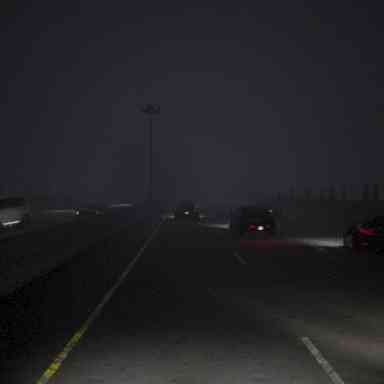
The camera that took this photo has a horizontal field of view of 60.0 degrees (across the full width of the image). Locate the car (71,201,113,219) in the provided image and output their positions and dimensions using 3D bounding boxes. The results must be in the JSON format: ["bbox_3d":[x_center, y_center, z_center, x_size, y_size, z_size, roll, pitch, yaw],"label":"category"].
[{"bbox_3d":[-7.630,1.590,26.253,1.895,1.301,4.718,0,0,-2],"label":"car"}]

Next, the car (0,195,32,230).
[{"bbox_3d":[-10.919,1.215,18.288,2.150,2.045,5.566,0,0,-2],"label":"car"}]

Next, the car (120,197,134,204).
[{"bbox_3d":[-11.987,1.547,61.161,1.994,1.385,4.181,0,0,-1],"label":"car"}]

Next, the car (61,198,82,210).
[{"bbox_3d":[-15.042,1.509,42.161,1.812,1.442,4.674,0,0,-1],"label":"car"}]

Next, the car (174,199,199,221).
[{"bbox_3d":[-0.452,1.550,27.037,1.994,1.385,4.181,0,0,-2],"label":"car"}]

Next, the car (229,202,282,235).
[{"bbox_3d":[3.271,1.495,18.560,1.837,1.490,4.892,0,0,-1],"label":"car"}]

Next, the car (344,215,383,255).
[{"bbox_3d":[6.944,1.497,11.212,1.837,1.490,4.892,0,0,-1],"label":"car"}]

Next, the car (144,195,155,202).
[{"bbox_3d":[-8.646,1.301,67.782,1.882,1.535,5.008,0,0,-2],"label":"car"}]
